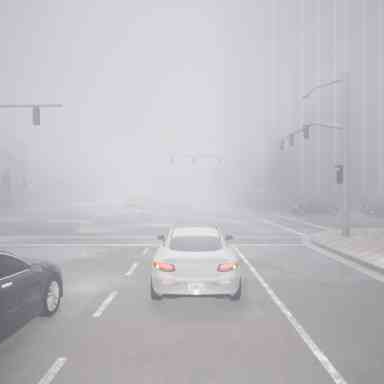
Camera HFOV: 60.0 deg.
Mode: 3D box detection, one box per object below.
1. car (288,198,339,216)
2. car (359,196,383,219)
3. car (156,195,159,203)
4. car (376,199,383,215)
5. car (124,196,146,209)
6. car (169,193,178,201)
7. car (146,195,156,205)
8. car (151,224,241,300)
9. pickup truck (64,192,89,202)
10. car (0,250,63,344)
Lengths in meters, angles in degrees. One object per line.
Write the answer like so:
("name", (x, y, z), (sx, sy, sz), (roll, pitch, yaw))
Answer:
("car", (11.782, 1.352, 32.522), (4.553, 1.767, 2.097), (0, 0, 0))
("car", (17.720, 1.221, 29.064), (5.566, 2.045, 2.150), (0, 0, 0))
("car", (-7.995, 1.352, 68.118), (2.097, 1.767, 4.553), (0, 0, -1))
("car", (21.007, 1.478, 32.585), (5.008, 1.535, 1.882), (0, 0, 0))
("car", (-7.742, 1.478, 44.373), (1.882, 1.535, 5.008), (0, 0, -1))
("car", (-4.723, 1.225, 85.507), (2.150, 2.045, 5.566), (0, 0, -1))
("car", (-7.916, 1.506, 57.453), (1.837, 1.490, 4.892), (0, 0, -1))
("car", (0.080, 1.526, 8.231), (1.812, 1.442, 4.674), (0, 0, 0))
("pickup truck", (-24.638, 1.059, 70.291), (2.390, 2.098, 6.274), (0, 0, 30))
("car", (-3.434, 1.505, 4.582), (1.837, 1.490, 4.892), (0, 0, 1))
